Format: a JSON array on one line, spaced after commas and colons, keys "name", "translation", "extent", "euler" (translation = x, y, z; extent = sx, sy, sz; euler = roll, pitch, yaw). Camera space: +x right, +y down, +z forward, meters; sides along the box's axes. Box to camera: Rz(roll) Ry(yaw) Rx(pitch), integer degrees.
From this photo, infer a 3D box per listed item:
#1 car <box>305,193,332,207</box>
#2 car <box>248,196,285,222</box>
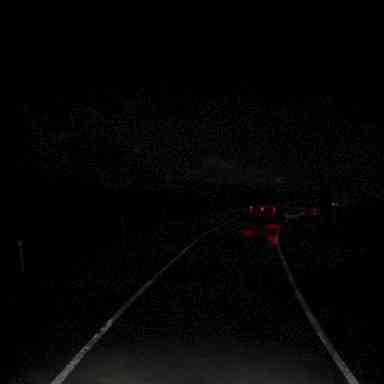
[{"name": "car", "translation": [14.867, 0.896, 39.031], "extent": [1.812, 1.442, 4.674], "euler": [3, 4, 42]}, {"name": "car", "translation": [5.632, 1.151, 24.720], "extent": [2.097, 1.767, 4.553], "euler": [2, 2, 23]}]
